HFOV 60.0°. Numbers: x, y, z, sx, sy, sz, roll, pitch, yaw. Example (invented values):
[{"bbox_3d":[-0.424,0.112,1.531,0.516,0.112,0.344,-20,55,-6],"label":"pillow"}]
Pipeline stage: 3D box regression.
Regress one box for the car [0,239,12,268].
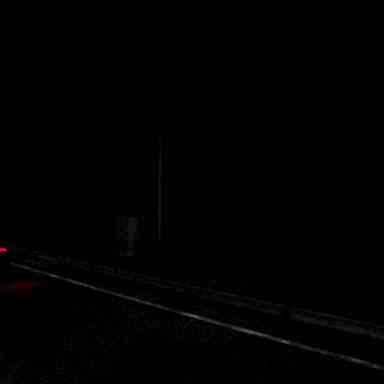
[{"bbox_3d":[-7.245,1.574,9.776,5.357,1.411,2.033,0,0,40],"label":"car"}]
